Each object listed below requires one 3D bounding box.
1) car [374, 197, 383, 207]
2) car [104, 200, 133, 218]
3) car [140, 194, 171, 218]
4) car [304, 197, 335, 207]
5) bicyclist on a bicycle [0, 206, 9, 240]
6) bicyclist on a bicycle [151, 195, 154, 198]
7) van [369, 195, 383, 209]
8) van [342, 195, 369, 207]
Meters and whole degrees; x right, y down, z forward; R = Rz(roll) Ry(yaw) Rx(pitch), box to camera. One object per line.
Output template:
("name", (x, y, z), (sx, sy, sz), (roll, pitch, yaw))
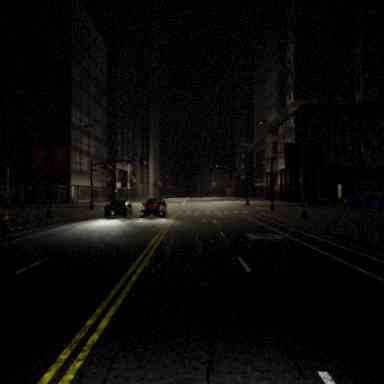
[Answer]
("car", (30.179, 1.451, 49.768), (4.829, 1.417, 1.752), (0, 0, 0))
("car", (-6.544, 1.484, 30.011), (2.128, 1.511, 4.902), (0, 0, 1))
("car", (-3.297, 1.343, 29.573), (2.097, 1.767, 4.553), (0, 0, 0))
("car", (19.112, 1.498, 49.812), (4.403, 1.369, 2.008), (0, 0, 0))
("bicyclist on a bicycle", (-8.755, 1.432, 15.137), (0.866, 1.612, 1.509), (0, 0, 0))
("bicyclist on a bicycle", (-8.746, 1.433, 72.449), (0.866, 1.612, 1.509), (0, 0, 0))
("van", (24.698, 1.270, 41.265), (3.998, 1.788, 1.690), (0, 0, 0))
("van", (24.731, 1.277, 49.790), (3.998, 1.788, 1.690), (0, 0, 0))
